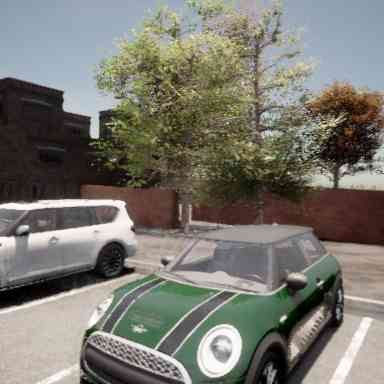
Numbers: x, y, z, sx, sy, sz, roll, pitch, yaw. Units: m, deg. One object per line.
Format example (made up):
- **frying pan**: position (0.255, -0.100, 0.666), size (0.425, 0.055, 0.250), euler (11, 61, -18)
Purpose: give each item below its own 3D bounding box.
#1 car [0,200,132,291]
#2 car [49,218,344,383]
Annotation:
- **car**: position (-3.800, 1.234, 7.960), size (2.435, 2.045, 5.566), euler (0, 0, 36)
- **car**: position (0.681, 1.356, 4.836), size (2.185, 1.767, 4.553), euler (0, 0, 36)
